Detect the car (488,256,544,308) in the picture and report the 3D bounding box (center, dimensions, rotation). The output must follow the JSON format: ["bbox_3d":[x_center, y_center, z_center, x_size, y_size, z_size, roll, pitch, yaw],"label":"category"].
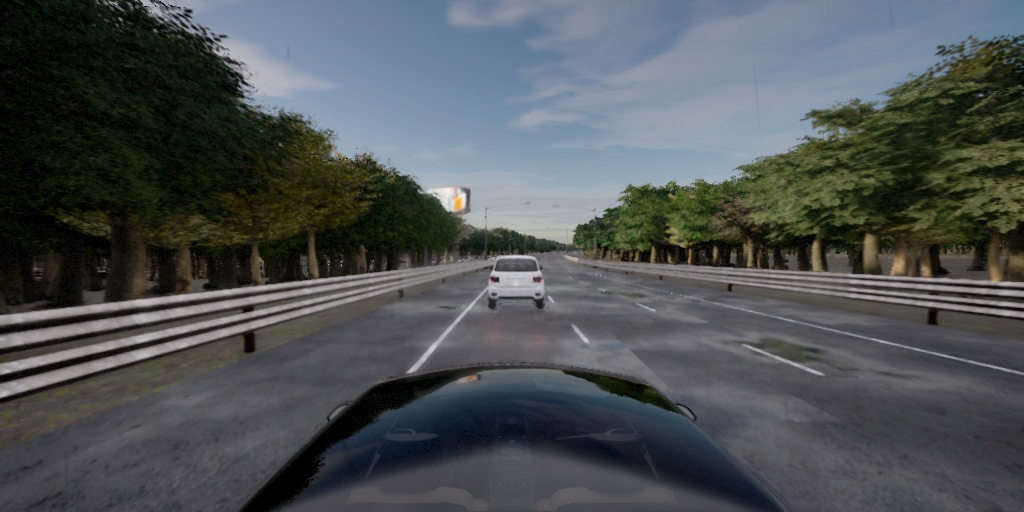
[{"bbox_3d":[0.186,1.017,15.686,2.150,2.045,5.566,0,0,1],"label":"car"}]
